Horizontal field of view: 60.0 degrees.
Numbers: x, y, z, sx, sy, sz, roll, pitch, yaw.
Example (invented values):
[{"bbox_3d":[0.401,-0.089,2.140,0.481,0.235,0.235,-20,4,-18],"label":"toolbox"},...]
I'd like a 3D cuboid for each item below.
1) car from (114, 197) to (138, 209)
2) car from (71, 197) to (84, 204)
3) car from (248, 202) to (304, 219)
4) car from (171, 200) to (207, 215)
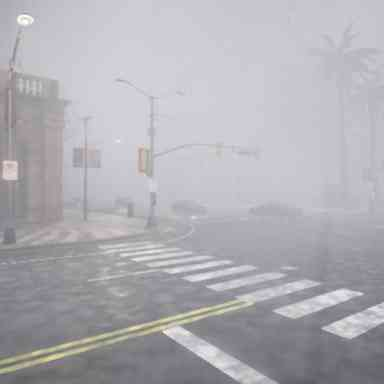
[{"bbox_3d":[-9.464,1.532,47.274,1.837,1.490,4.892,0,0,-36],"label":"car"},{"bbox_3d":[-21.708,1.632,64.278,1.895,1.301,4.718,0,0,-36],"label":"car"},{"bbox_3d":[7.452,1.580,29.949,2.033,1.411,5.357,0,0,-33],"label":"car"},{"bbox_3d":[-0.424,1.553,34.666,1.812,1.442,4.674,0,0,-36],"label":"car"}]
